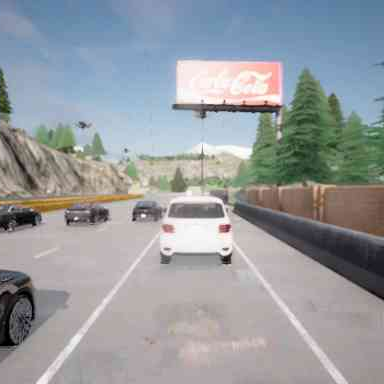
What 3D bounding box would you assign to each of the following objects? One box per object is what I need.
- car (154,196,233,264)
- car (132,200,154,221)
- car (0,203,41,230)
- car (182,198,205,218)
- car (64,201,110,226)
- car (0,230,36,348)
[{"bbox_3d":[0.129,1.159,11.729,2.150,2.045,5.566,0,0,0],"label":"car"},{"bbox_3d":[-3.345,1.368,25.399,1.837,1.490,4.892,0,0,0],"label":"car"},{"bbox_3d":[-10.356,1.383,18.919,2.128,1.511,4.902,0,0,0],"label":"car"},{"bbox_3d":[0.171,1.322,29.629,1.882,1.535,5.008,0,0,0],"label":"car"},{"bbox_3d":[-6.850,1.369,22.128,2.128,1.511,4.902,0,0,0],"label":"car"},{"bbox_3d":[-3.371,1.470,3.338,2.128,1.511,4.902,0,0,0],"label":"car"}]
